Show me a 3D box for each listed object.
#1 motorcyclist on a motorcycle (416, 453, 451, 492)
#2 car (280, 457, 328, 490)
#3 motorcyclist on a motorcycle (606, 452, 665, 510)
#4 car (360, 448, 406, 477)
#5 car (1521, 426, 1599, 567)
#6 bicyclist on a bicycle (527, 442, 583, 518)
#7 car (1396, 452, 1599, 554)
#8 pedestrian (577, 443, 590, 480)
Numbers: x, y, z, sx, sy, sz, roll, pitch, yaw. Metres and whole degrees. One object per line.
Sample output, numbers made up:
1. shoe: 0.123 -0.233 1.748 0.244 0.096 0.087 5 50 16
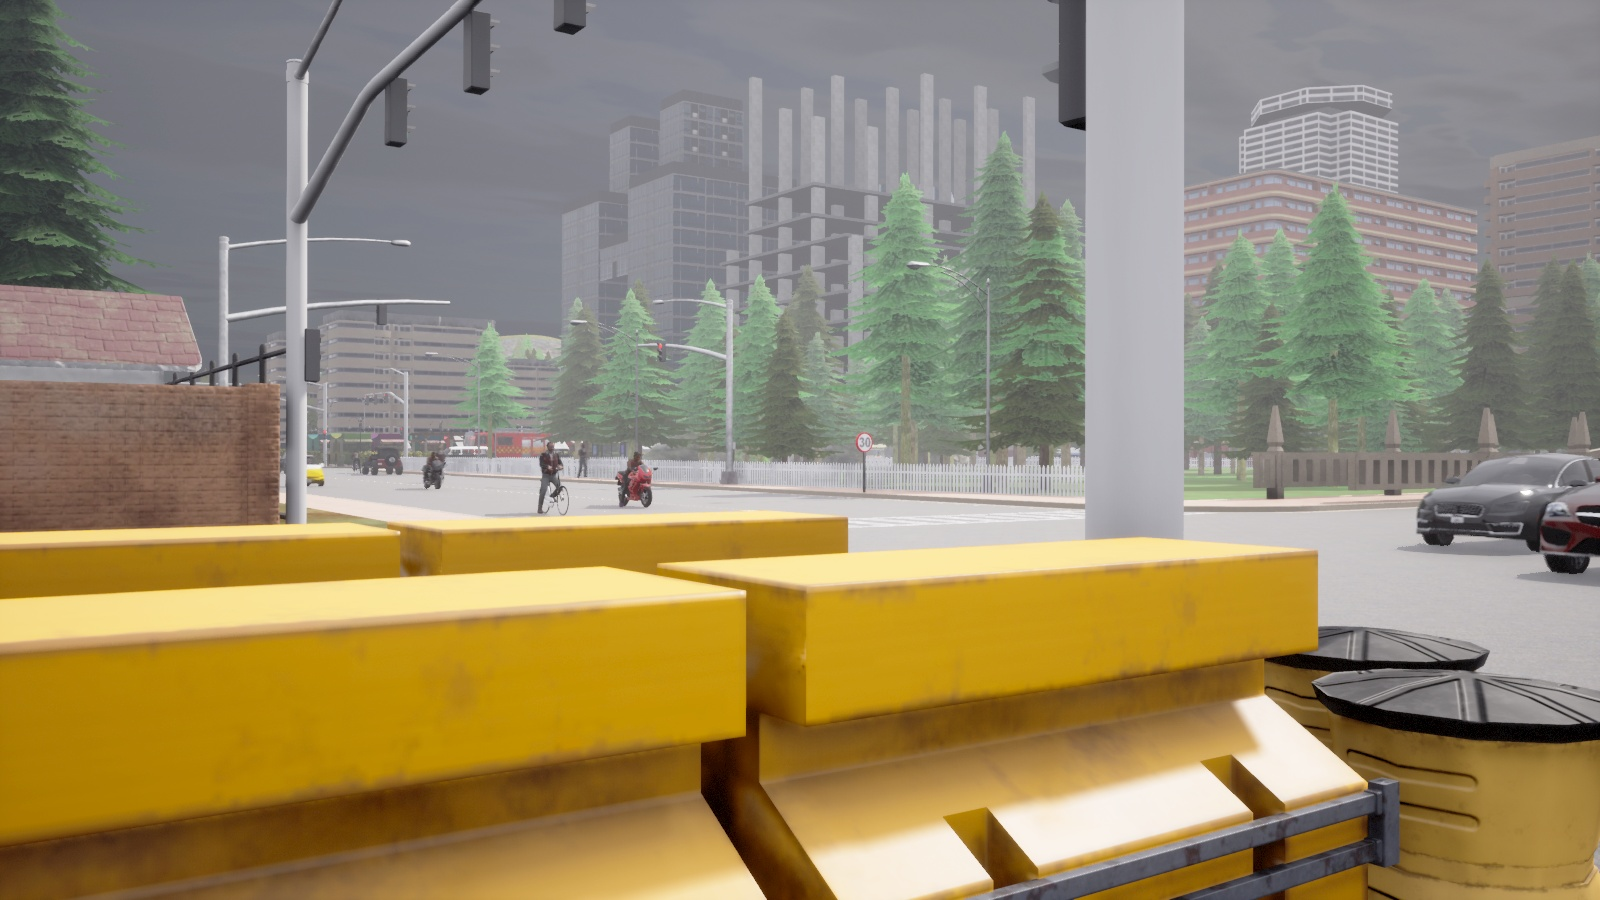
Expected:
1. motorcyclist on a motorcycle: -14.504 0.879 49.681 0.797 1.523 2.044 0 0 -33
2. car: -21.102 0.975 53.397 1.481 1.376 2.207 0 0 -33
3. motorcyclist on a motorcycle: -4.504 0.820 34.329 0.797 1.523 2.044 0 0 -33
4. car: -27.282 0.799 82.118 1.905 1.878 3.866 0 0 -33
5. car: 11.519 0.538 15.948 5.027 1.651 2.152 0 0 -35
6. bicyclist on a bicycle: -5.881 0.701 30.030 0.659 1.776 1.843 0 0 -33
7. car: 11.970 0.774 20.526 4.892 1.490 1.837 0 0 -35
8. pedestrian: -11.187 0.586 64.916 0.402 1.930 0.666 0 0 -35
